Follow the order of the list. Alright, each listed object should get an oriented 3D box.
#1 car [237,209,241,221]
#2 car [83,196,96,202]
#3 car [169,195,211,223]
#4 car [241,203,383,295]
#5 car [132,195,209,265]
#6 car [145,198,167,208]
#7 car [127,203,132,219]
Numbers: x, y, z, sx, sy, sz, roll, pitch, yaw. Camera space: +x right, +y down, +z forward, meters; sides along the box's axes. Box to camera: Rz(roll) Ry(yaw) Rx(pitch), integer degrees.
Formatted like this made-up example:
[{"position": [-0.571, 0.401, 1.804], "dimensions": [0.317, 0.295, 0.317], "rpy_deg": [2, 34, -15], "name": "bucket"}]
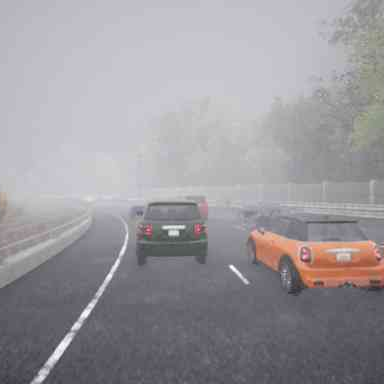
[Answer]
[{"position": [5.259, 1.513, 25.065], "dimensions": [2.128, 1.511, 4.902], "rpy_deg": [0, 0, -24], "name": "car"}, {"position": [-24.196, 1.742, 78.373], "dimensions": [1.812, 1.442, 4.674], "rpy_deg": [0, 0, -37], "name": "car"}, {"position": [-0.326, 1.268, 27.569], "dimensions": [2.150, 2.045, 5.566], "rpy_deg": [0, 0, -15], "name": "car"}, {"position": [2.961, 1.357, 8.976], "dimensions": [2.097, 1.767, 4.553], "rpy_deg": [0, 0, -5], "name": "car"}, {"position": [-0.816, 1.244, 11.989], "dimensions": [2.150, 2.045, 5.566], "rpy_deg": [0, 0, -7], "name": "car"}, {"position": [-5.514, 1.667, 50.463], "dimensions": [1.994, 1.385, 4.181], "rpy_deg": [0, 0, -27], "name": "car"}, {"position": [-4.772, 1.545, 30.307], "dimensions": [1.882, 1.535, 5.008], "rpy_deg": [0, 0, -17], "name": "car"}]
